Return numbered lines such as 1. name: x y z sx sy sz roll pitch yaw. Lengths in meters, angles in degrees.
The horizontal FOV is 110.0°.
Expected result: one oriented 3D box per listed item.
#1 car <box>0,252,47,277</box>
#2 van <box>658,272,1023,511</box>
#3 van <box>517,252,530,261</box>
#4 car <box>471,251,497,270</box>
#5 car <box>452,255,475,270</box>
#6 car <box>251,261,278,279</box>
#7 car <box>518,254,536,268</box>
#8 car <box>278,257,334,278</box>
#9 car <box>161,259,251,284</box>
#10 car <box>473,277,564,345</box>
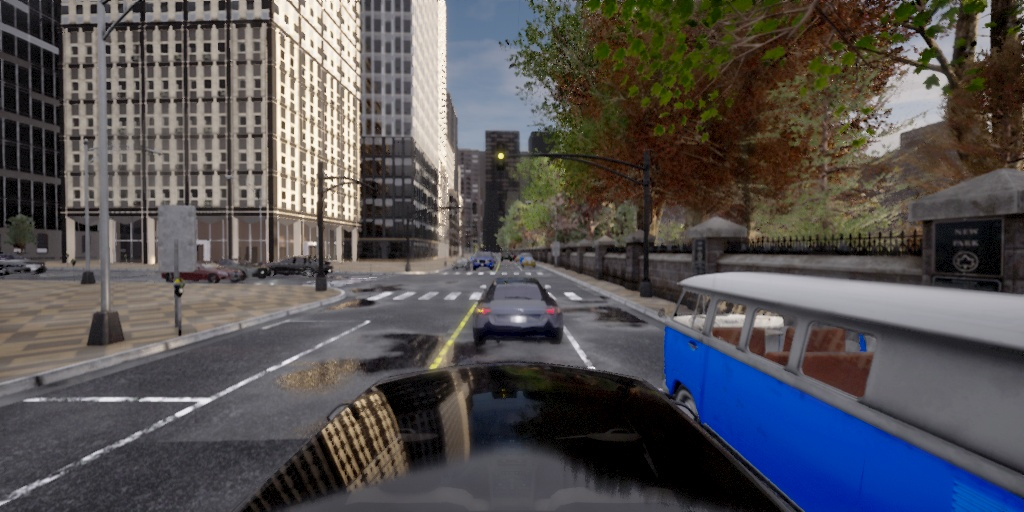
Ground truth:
1. car: -34.995 0.589 24.565 4.902 1.511 2.128 1 1 3
2. van: 2.568 1.080 2.678 1.690 1.789 3.998 0 0 0
3. van: 2.008 0.484 51.766 1.690 1.789 3.998 0 0 -1
4. car: -3.168 0.499 40.726 2.150 2.045 5.566 0 1 0
5. car: -5.631 0.835 40.343 2.007 1.370 4.403 0 0 -1
6. car: -18.277 0.865 23.566 4.181 1.385 1.994 1 1 4
7. car: 2.131 0.738 46.393 1.751 1.417 4.829 0 0 -1
8. car: -15.724 0.793 26.370 4.892 1.490 1.837 1 0 4
9. car: -18.151 0.921 21.027 4.207 1.307 1.802 0 0 4
10. car: 0.101 1.225 9.250 1.994 1.385 4.181 0 1 -1
